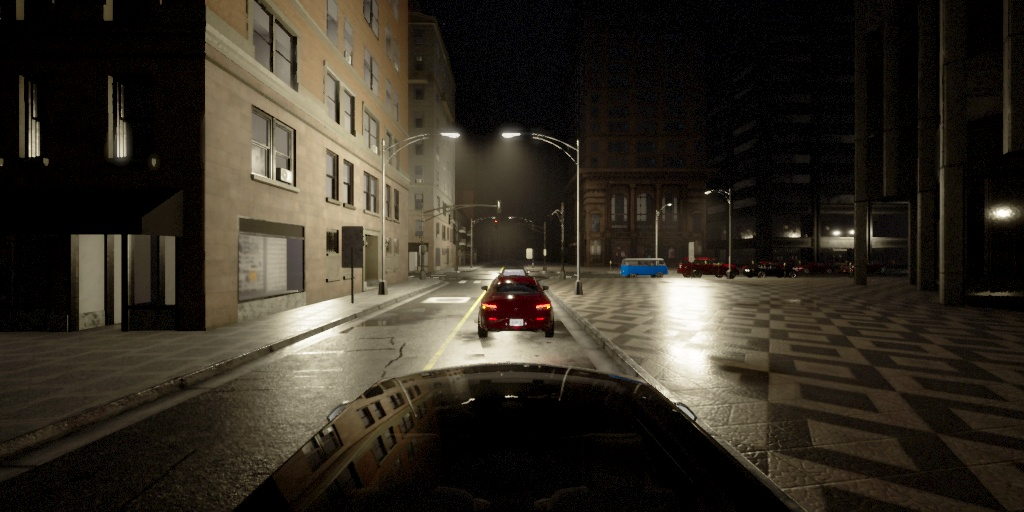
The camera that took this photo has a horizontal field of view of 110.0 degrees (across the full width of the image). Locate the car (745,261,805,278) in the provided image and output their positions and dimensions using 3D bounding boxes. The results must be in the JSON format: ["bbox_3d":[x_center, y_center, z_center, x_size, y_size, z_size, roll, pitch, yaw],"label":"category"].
[{"bbox_3d":[23.018,1.325,32.044,4.313,1.339,1.948,0,0,-1],"label":"car"}]

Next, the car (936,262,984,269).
[{"bbox_3d":[39.935,1.190,32.296,4.097,1.591,1.967,0,0,-1],"label":"car"}]

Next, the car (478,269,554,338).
[{"bbox_3d":[0.094,1.271,10.060,1.812,1.442,4.674,0,0,0],"label":"car"}]

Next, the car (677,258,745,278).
[{"bbox_3d":[17.378,1.077,31.960,5.009,1.841,2.192,0,0,-1],"label":"car"}]

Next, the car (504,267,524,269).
[{"bbox_3d":[0.107,1.302,19.932,1.994,1.385,4.181,0,0,0],"label":"car"}]

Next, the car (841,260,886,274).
[{"bbox_3d":[39.832,1.184,40.822,4.097,1.591,1.967,0,0,-1],"label":"car"}]

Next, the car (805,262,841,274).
[{"bbox_3d":[34.193,1.330,40.737,4.207,1.307,1.802,0,0,-1],"label":"car"}]

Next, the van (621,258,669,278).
[{"bbox_3d":[11.737,1.104,31.876,3.998,1.789,1.690,0,0,-1],"label":"van"}]
